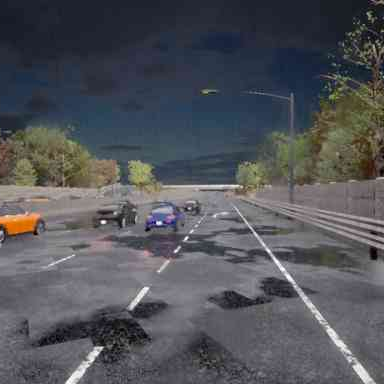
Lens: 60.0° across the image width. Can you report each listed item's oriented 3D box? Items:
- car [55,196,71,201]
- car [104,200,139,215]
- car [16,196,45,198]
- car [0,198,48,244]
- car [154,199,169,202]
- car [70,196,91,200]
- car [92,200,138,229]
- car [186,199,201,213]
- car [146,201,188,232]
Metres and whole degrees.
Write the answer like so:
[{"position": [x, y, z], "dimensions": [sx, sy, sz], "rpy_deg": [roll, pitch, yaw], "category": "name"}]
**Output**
[{"position": [-19.812, 1.367, 52.358], "dimensions": [2.097, 1.767, 4.553], "rpy_deg": [0, 0, 5], "category": "car"}, {"position": [-7.214, 1.550, 34.746], "dimensions": [2.033, 1.411, 5.357], "rpy_deg": [0, 0, 5], "category": "car"}, {"position": [-23.568, 1.365, 49.809], "dimensions": [2.097, 1.767, 4.553], "rpy_deg": [0, 0, 5], "category": "car"}, {"position": [-8.989, 1.352, 15.846], "dimensions": [2.097, 1.767, 4.553], "rpy_deg": [0, 0, 5], "category": "car"}, {"position": [-3.399, 1.495, 37.923], "dimensions": [2.128, 1.511, 4.902], "rpy_deg": [0, 0, 5], "category": "car"}, {"position": [-16.423, 1.579, 51.045], "dimensions": [1.994, 1.385, 4.181], "rpy_deg": [0, 0, 5], "category": "car"}, {"position": [-4.916, 1.504, 21.776], "dimensions": [1.837, 1.490, 4.892], "rpy_deg": [0, 0, 5], "category": "car"}, {"position": [0.008, 1.530, 36.718], "dimensions": [1.812, 1.442, 4.674], "rpy_deg": [0, 0, 6], "category": "car"}, {"position": [-1.551, 1.526, 20.200], "dimensions": [1.812, 1.442, 4.674], "rpy_deg": [0, 0, 5], "category": "car"}]
